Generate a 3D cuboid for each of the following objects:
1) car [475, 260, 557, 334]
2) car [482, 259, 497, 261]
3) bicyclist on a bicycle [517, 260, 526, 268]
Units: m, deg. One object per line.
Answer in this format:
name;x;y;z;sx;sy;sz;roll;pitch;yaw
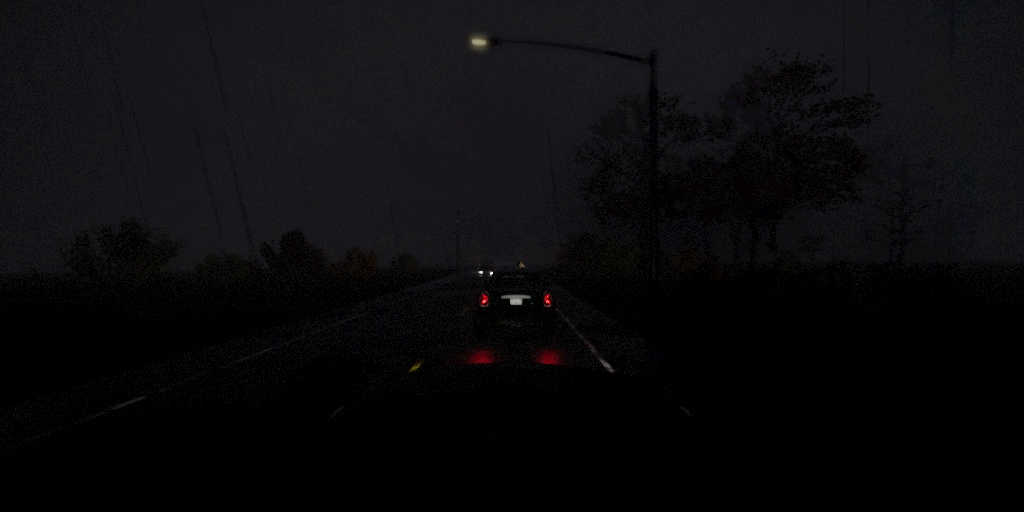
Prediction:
car;0.098;1.144;10.987;2.097;1.767;4.553;0;0;0
car;-3.749;1.319;53.218;2.097;1.767;4.553;0;0;0
bicyclist on a bicycle;0.890;1.325;34.678;0.866;1.612;1.509;0;0;0
